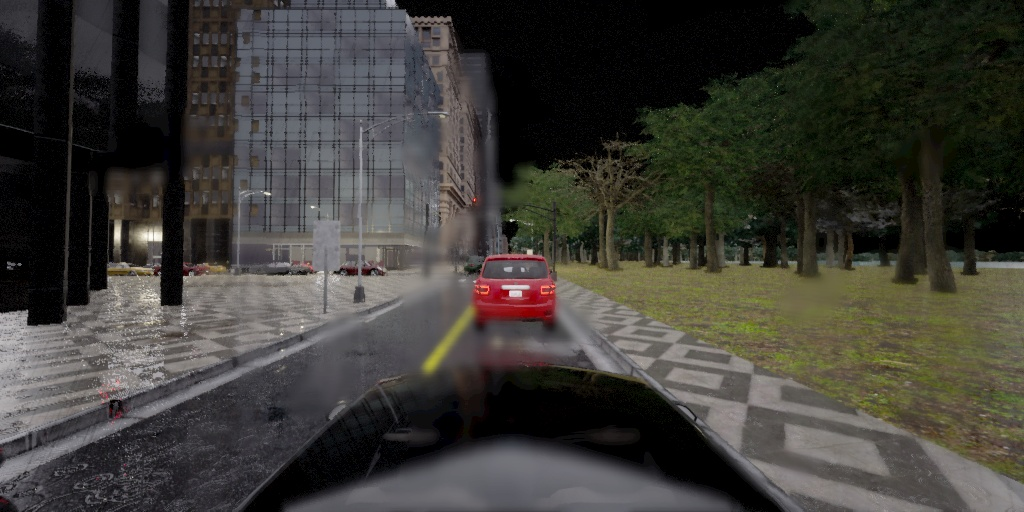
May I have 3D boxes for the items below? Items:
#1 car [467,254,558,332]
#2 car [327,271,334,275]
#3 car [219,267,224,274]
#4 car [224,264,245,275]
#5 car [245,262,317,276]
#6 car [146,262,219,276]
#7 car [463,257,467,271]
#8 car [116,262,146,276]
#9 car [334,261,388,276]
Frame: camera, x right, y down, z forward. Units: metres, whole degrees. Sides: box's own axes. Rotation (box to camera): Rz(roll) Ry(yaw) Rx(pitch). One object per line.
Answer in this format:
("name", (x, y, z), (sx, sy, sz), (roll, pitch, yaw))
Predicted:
("car", (0.104, 0.976, 11.072), (2.150, 2.045, 5.566), (0, 0, 0))
("car", (-18.949, 1.485, 41.195), (4.313, 1.339, 1.948), (0, 0, 0))
("car", (-35.580, 1.455, 41.195), (4.829, 1.417, 1.751), (0, 0, 0))
("car", (-29.923, 1.492, 41.195), (4.313, 1.339, 1.948), (0, 0, 0))
("car", (-22.686, 1.314, 35.354), (5.357, 1.411, 2.033), (0, -2, 0))
("car", (-29.928, 1.245, 32.673), (4.507, 1.381, 1.888), (0, 0, 0))
("car", (-2.655, 1.066, 39.446), (5.566, 2.045, 2.150), (0, 0, -34))
("car", (-35.246, 1.229, 32.673), (4.829, 1.417, 1.751), (0, 0, 0))
("car", (-13.497, 1.129, 32.672), (4.097, 1.591, 1.967), (0, 0, -1))
